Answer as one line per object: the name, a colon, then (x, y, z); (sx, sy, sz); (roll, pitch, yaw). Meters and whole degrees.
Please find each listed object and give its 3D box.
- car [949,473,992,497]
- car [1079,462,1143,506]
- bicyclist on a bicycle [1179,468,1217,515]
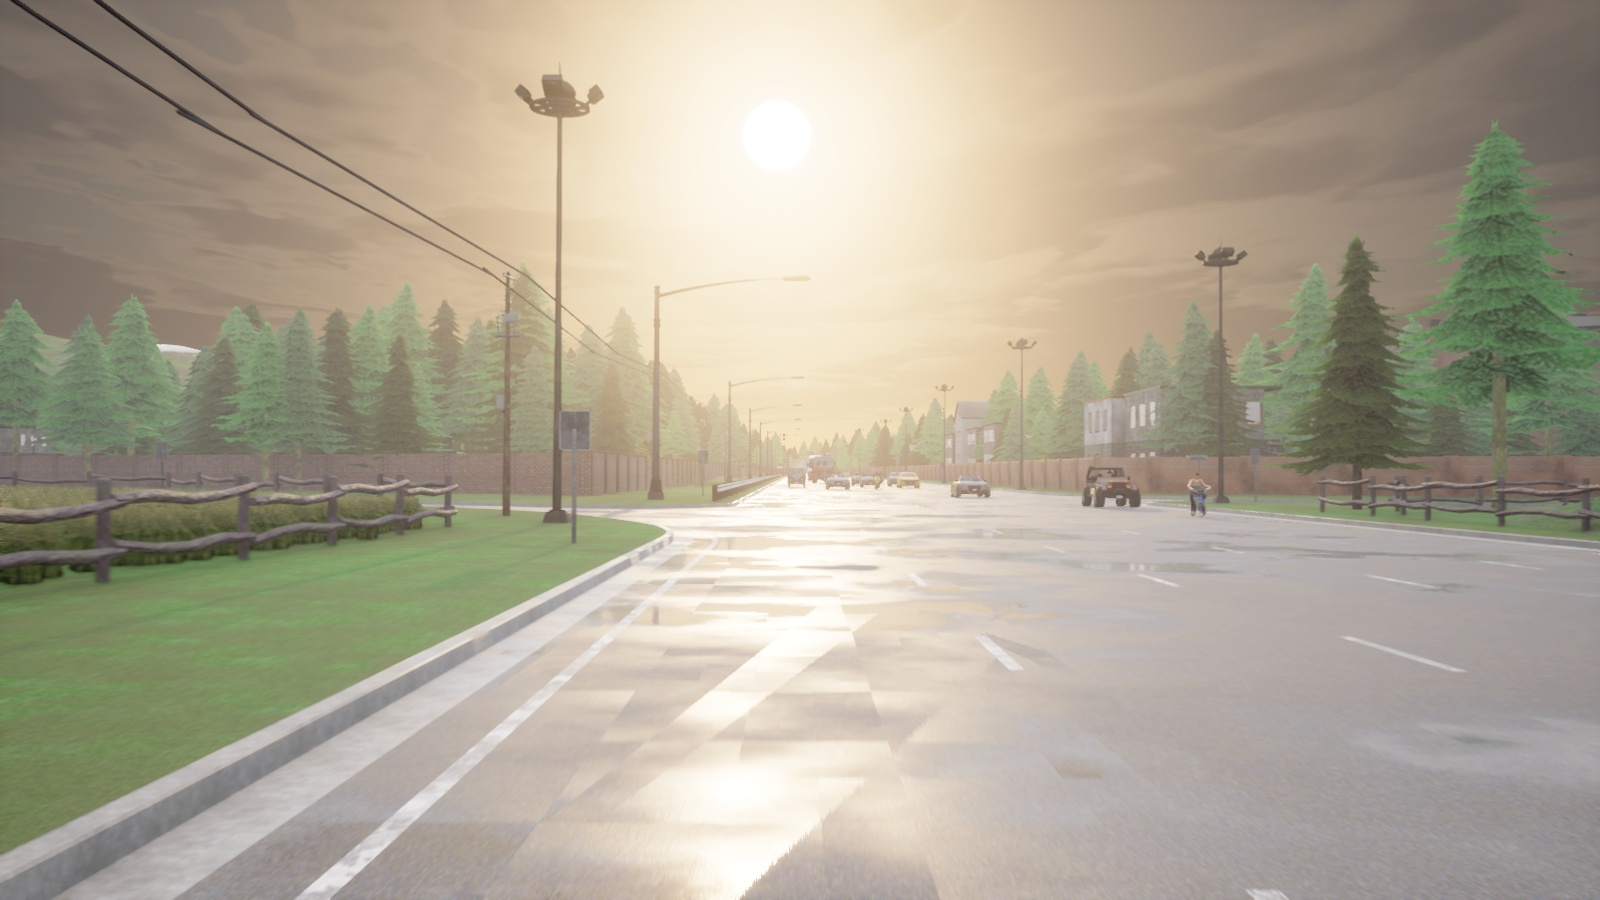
car: (10.314, 2.123, 76.203); (1.994, 1.385, 4.181); (0, -1, 0)
car: (13.862, 1.504, 56.219); (1.905, 1.878, 3.866); (0, -1, 0)
bicyclist on a bicycle: (13.897, 1.436, 43.873); (0.866, 1.612, 1.509); (0, -1, 0)
